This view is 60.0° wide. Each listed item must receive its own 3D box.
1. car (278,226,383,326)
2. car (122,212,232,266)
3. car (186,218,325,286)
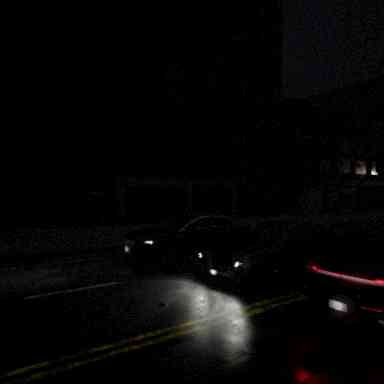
[{"bbox_3d":[4.167,1.495,6.410,4.902,1.511,2.128,0,0,-36],"label":"car"},{"bbox_3d":[-0.004,1.494,11.668,4.902,1.511,2.128,0,0,-36],"label":"car"},{"bbox_3d":[2.682,1.551,9.594,5.357,1.411,2.033,0,0,-36],"label":"car"}]
